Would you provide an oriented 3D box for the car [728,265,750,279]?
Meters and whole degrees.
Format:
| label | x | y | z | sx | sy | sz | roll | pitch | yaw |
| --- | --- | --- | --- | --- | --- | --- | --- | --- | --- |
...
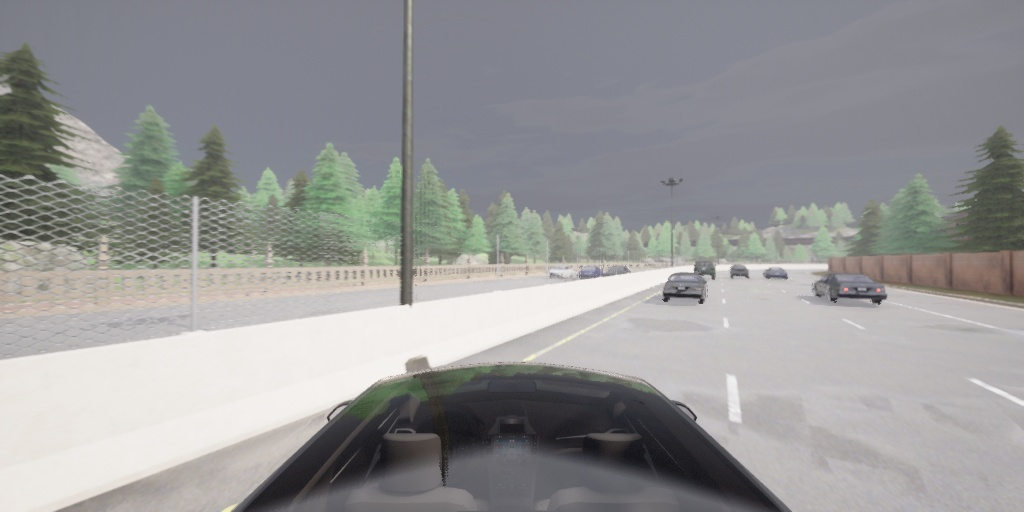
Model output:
| label | x | y | z | sx | sy | sz | roll | pitch | yaw |
| --- | --- | --- | --- | --- | --- | --- | --- | --- | --- |
| car | 26.940 | 1.880 | 42.568 | 1.837 | 1.490 | 4.892 | 0 | -1 | 30 |

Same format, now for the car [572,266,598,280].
| label | x | y | z | sx | sy | sz | roll | pitch | yaw |
| --- | --- | --- | --- | --- | --- | --- | --- | --- | --- |
| car | 8.538 | 1.807 | 39.053 | 1.812 | 1.442 | 4.674 | 0 | -1 | 30 |

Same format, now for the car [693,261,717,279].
| label | x | y | z | sx | sy | sz | roll | pitch | yaw |
| --- | --- | --- | --- | --- | --- | --- | --- | --- | --- |
| car | 22.424 | 1.573 | 41.753 | 2.150 | 2.045 | 5.566 | 0 | -1 | 30 |

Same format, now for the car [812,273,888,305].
| label | x | y | z | sx | sy | sz | roll | pitch | yaw |
| --- | --- | --- | --- | --- | --- | --- | --- | --- | --- |
| car | 16.876 | 1.563 | 18.172 | 2.033 | 1.411 | 5.357 | 0 | -1 | 30 |

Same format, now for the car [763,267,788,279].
| label | x | y | z | sx | sy | sz | roll | pitch | yaw |
| --- | --- | --- | --- | --- | --- | --- | --- | --- | --- |
| car | 30.166 | 1.926 | 41.155 | 1.994 | 1.385 | 4.181 | 0 | -1 | 30 |

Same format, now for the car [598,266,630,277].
| label | x | y | z | sx | sy | sz | roll | pitch | yaw |
| --- | --- | --- | --- | --- | --- | --- | --- | --- | --- |
| car | 10.302 | 1.737 | 35.131 | 1.837 | 1.490 | 4.892 | 0 | -1 | 30 |

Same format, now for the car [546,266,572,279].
| label | x | y | z | sx | sy | sz | roll | pitch | yaw |
| --- | --- | --- | --- | --- | --- | --- | --- | --- | --- |
| car | 5.481 | 1.823 | 40.758 | 1.812 | 1.442 | 4.674 | 0 | -1 | 30 |

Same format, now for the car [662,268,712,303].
| label | x | y | z | sx | sy | sz | roll | pitch | yaw |
| --- | --- | --- | --- | --- | --- | --- | --- | --- | --- |
| car | 8.977 | 1.549 | 18.489 | 2.033 | 1.411 | 5.357 | 0 | -1 | 30 |
